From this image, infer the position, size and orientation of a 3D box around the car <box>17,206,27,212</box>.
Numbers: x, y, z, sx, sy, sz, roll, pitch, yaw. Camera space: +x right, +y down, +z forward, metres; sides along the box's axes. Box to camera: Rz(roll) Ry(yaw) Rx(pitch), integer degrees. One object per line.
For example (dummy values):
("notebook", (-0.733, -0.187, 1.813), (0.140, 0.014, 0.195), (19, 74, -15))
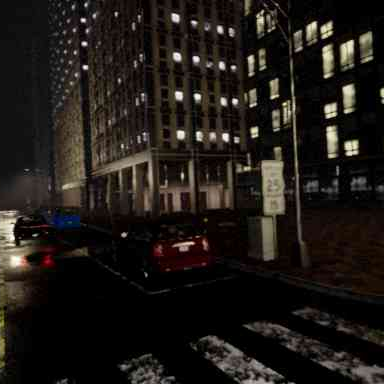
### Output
("car", (-43.018, 4.270, 84.040), (1.947, 1.339, 4.313), (-2, -1, -30))

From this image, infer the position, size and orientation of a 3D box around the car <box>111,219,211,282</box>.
("car", (-1.168, 1.570, 10.418), (1.967, 1.590, 4.097), (-2, -1, -30))

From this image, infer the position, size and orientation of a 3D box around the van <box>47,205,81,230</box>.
("van", (-9.544, 1.978, 25.143), (1.690, 1.788, 3.998), (-2, -1, -30))

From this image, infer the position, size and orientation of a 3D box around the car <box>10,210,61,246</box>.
("car", (-9.158, 2.066, 19.014), (2.128, 1.511, 4.902), (-2, -1, -29))

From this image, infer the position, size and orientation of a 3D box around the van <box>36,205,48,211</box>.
("van", (-15.125, 2.318, 34.960), (1.690, 1.788, 3.998), (-2, -1, -30))

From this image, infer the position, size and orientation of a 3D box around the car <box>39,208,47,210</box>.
("car", (-12.325, 2.358, 30.050), (2.008, 1.369, 4.403), (-2, -1, -30))

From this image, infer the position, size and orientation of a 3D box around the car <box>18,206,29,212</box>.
("car", (-37.437, 3.936, 74.223), (1.802, 1.307, 4.206), (-2, -1, -30))

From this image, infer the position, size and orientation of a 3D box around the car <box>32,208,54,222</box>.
("car", (-17.906, 2.714, 39.866), (1.947, 1.339, 4.313), (-2, -1, -30))
